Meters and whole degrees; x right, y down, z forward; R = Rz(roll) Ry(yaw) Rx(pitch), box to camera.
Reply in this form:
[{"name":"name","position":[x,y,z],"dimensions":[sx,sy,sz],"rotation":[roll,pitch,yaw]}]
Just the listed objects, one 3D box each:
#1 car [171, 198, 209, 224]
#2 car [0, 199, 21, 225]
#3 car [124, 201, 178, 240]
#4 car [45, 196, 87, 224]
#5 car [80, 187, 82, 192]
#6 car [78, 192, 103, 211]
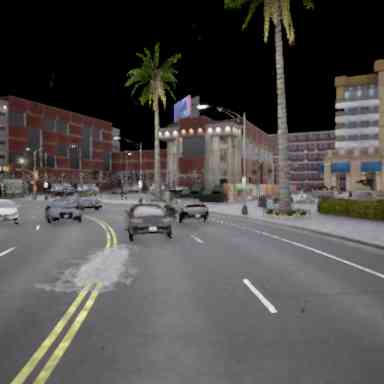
[{"name":"car","position":[-0.537,1.114,21.509],"dimensions":[2.128,1.511,4.902],"rotation":[0,1,-21]},{"name":"car","position":[-11.637,1.190,20.393],"dimensions":[1.812,1.442,4.674],"rotation":[0,1,-28]},{"name":"car","position":[-2.130,1.257,15.467],"dimensions":[1.812,1.442,4.674],"rotation":[0,1,-14]},{"name":"car","position":[-8.321,1.204,21.411],"dimensions":[1.994,1.385,4.181],"rotation":[-1,1,-27]},{"name":"car","position":[-23.377,0.139,75.056],"dimensions":[4.193,1.474,1.816],"rotation":[0,1,25]},{"name":"car","position":[-10.337,1.015,31.491],"dimensions":[2.033,1.411,5.357],"rotation":[-1,1,-39]}]
